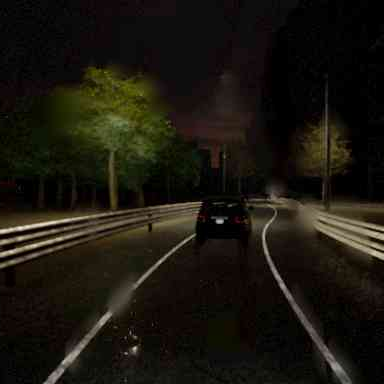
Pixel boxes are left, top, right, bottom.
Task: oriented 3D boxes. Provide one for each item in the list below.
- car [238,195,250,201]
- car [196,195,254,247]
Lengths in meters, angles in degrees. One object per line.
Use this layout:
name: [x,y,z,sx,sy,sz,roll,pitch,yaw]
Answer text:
car: [12.697,1.436,81.966,1.882,1.535,5.008,0,0,-3]
car: [1.610,1.228,15.444,2.150,2.045,5.566,0,0,12]
